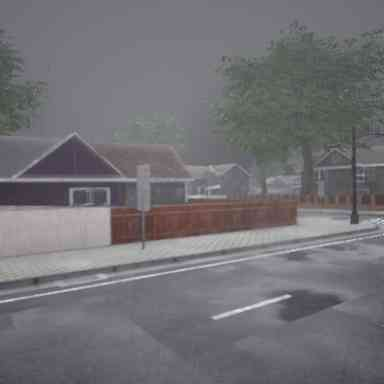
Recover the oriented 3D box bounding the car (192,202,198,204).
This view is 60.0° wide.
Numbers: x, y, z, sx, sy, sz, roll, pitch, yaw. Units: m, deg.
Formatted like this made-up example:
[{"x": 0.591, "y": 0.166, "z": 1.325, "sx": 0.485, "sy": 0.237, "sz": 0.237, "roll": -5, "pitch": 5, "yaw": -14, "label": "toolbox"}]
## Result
[{"x": -0.908, "y": 1.617, "z": 44.541, "sx": 1.895, "sy": 1.301, "sz": 4.718, "roll": -1, "pitch": 0, "yaw": -30, "label": "car"}]
